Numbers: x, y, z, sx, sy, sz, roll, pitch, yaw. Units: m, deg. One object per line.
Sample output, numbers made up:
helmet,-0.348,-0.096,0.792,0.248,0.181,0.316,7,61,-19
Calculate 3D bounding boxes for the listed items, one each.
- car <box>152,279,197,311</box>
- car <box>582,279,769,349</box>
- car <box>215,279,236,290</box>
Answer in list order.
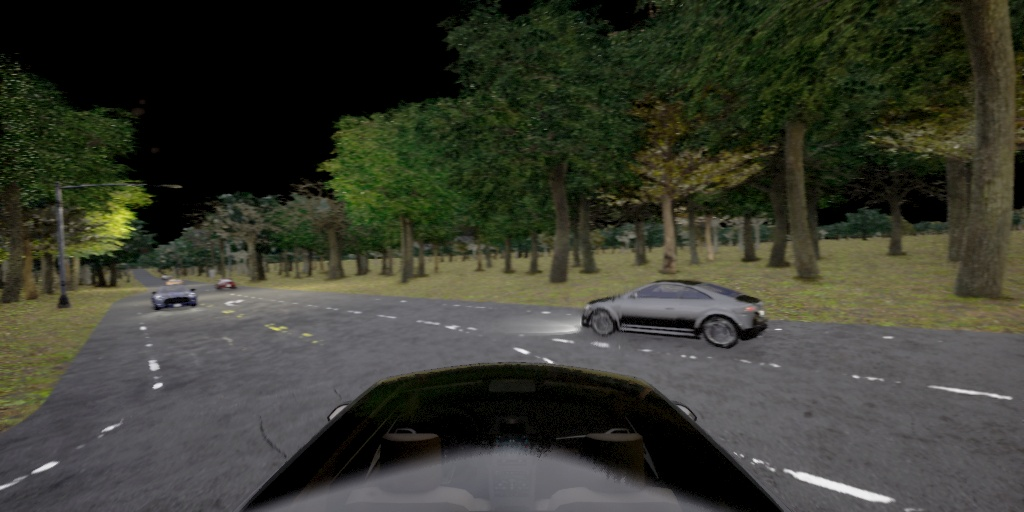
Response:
car,-23.635,2.762,25.058,4.553,1.767,2.097,-4,0,43
car,3.853,1.288,8.994,4.181,1.385,1.994,-4,-2,43
car,-40.043,3.941,50.068,4.674,1.442,1.812,-3,0,43
